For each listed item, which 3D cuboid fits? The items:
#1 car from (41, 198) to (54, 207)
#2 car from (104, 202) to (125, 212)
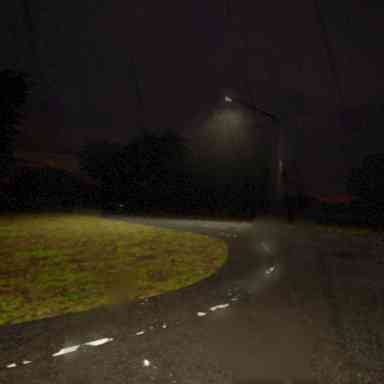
[{"bbox_3d":[-28.403,2.018,65.364,2.097,1.767,4.553,4,-3,-27],"label":"car"},{"bbox_3d":[-12.137,2.300,51.952,2.128,1.511,4.902,5,-3,-35],"label":"car"}]
